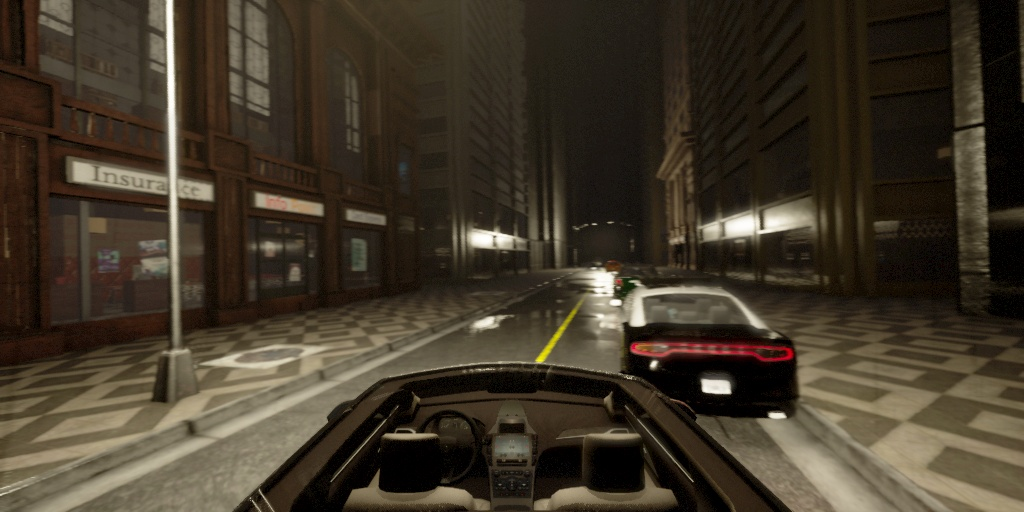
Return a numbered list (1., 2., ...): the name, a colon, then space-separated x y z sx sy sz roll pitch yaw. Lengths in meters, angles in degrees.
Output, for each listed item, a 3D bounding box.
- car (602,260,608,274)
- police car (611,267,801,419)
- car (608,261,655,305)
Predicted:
1. car: 12.568 1.395 44.456 1.882 1.535 5.008 -2 -1 16
2. police car: 2.785 1.148 6.181 1.930 1.638 5.238 -2 -1 16
3. car: 5.430 1.111 15.680 2.097 1.767 4.553 -2 -1 16
